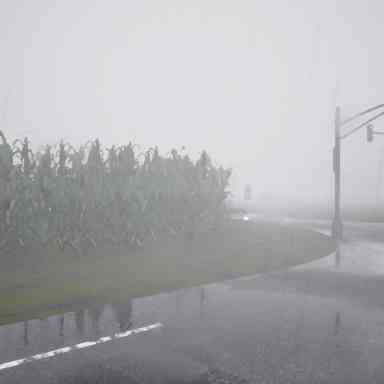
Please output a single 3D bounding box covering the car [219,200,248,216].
[{"bbox_3d":[3.142,1.501,31.939,2.033,1.411,5.357,1,0,-26],"label":"car"}]
